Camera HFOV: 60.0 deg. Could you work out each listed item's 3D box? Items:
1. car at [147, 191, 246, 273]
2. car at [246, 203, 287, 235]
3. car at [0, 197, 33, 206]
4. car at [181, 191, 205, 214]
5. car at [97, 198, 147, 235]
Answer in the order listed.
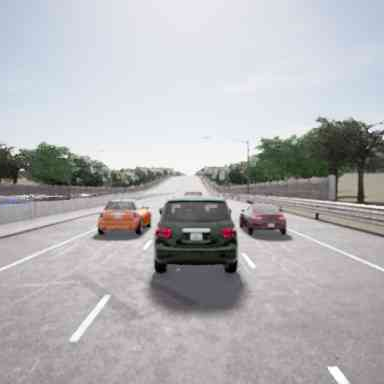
[{"bbox_3d":[0.101,1.095,10.375,2.150,2.045,5.566,0,1,0],"label":"car"},{"bbox_3d":[3.602,1.320,17.371,1.812,1.442,4.674,0,1,0],"label":"car"},{"bbox_3d":[-14.095,1.194,25.621,1.882,1.535,5.008,0,1,0],"label":"car"},{"bbox_3d":[0.103,0.889,31.879,2.150,2.045,5.566,0,0,0],"label":"car"},{"bbox_3d":[-3.403,1.144,17.610,2.097,1.767,4.553,0,1,1],"label":"car"}]
